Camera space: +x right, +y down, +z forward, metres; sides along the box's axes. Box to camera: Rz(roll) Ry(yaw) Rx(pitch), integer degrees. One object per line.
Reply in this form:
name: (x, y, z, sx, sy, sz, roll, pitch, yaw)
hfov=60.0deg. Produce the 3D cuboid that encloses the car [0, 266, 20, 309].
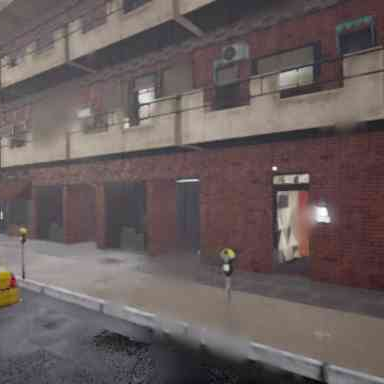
car: (-5.329, 1.552, 6.676, 4.829, 1.417, 1.752, 0, -1, 36)
